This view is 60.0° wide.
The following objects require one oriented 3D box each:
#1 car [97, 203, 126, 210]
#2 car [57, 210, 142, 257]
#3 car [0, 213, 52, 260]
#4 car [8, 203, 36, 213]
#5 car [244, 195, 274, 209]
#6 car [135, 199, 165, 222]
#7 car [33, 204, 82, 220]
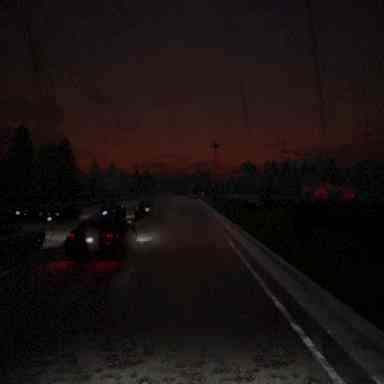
[{"bbox_3d":[-6.931,1.658,28.685,1.994,1.385,4.181,0,0,0],"label":"car"},{"bbox_3d":[-3.431,1.607,13.215,1.994,1.385,4.181,0,0,0],"label":"car"},{"bbox_3d":[-6.941,1.639,11.631,1.895,1.301,4.718,0,0,0],"label":"car"},{"bbox_3d":[-13.931,1.657,28.620,1.994,1.385,4.181,0,0,0],"label":"car"},{"bbox_3d":[8.917,1.360,43.939,3.866,1.878,1.905,0,0,0],"label":"car"},{"bbox_3d":[-3.437,1.442,27.755,2.097,1.767,4.553,0,0,0],"label":"car"},{"bbox_3d":[-10.442,1.688,26.623,1.895,1.301,4.718,0,0,0],"label":"car"}]
